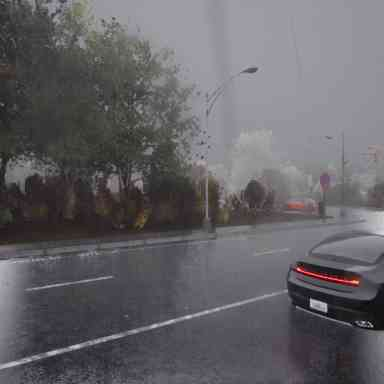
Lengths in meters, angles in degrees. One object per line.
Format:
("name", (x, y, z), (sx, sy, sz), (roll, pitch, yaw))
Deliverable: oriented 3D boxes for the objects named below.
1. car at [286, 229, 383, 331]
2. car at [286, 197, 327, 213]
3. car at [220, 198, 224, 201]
("car", (3.923, 1.505, 6.537), (4.892, 1.490, 1.837), (0, 0, -35))
("car", (12.593, 1.353, 36.888), (2.097, 1.767, 4.553), (0, 0, -32))
("car", (3.630, 1.471, 51.117), (1.837, 1.490, 4.892), (0, 0, -32))
